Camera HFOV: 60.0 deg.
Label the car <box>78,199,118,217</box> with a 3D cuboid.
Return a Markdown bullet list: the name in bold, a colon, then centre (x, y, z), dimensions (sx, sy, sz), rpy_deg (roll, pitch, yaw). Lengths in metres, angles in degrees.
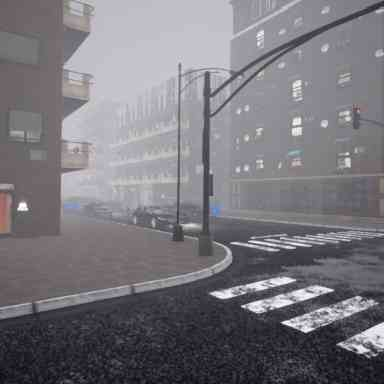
- **car**: centre (-8.784, 1.592, 30.821), dimensions (1.802, 1.307, 4.206), rpy_deg (1, -1, -35)

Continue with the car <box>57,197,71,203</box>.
- **car**: centre (-27.782, 1.728, 72.102), dimensions (1.887, 1.381, 4.507), rpy_deg (1, -1, -35)

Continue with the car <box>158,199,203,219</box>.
- **car**: centre (-1.116, 1.580, 29.018), dimensions (1.837, 1.490, 4.892), rpy_deg (1, -1, -34)

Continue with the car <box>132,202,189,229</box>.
- **car**: centre (-2.414, 1.540, 21.623), dimensions (2.008, 1.369, 4.403), rpy_deg (1, -1, -35)

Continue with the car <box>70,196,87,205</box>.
- **car**: centre (-21.412, 1.606, 62.904), dimensions (1.967, 1.590, 4.097), rpy_deg (1, -1, -35)

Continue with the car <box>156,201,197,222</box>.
- **car**: centre (-1.833, 1.588, 25.116), dimensions (1.994, 1.385, 4.181), rpy_deg (1, -1, -35)

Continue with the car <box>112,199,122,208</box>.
- **car**: centre (-11.859, 1.684, 49.105), dimensions (1.887, 1.381, 4.507), rpy_deg (1, -1, -35)

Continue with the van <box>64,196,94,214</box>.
- **van**: centre (-11.966, 1.361, 35.422), dimensions (1.690, 1.788, 3.998), rpy_deg (1, -1, -35)

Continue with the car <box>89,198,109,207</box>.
- **car**: centre (-15.044, 1.730, 53.704), dimensions (1.802, 1.307, 4.206), rpy_deg (1, -1, -35)

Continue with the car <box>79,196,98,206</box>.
- **car**: centre (-18.227, 1.597, 58.305), dimensions (1.967, 1.590, 4.097), rpy_deg (1, -1, -35)

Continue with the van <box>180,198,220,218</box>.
- **van**: centre (0.881, 1.440, 30.709), dimensions (1.690, 1.788, 3.998), rpy_deg (1, -1, -35)

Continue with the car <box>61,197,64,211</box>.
- **car**: centre (-15.153, 1.581, 40.020), dimensions (2.008, 1.369, 4.403), rpy_deg (1, -1, -35)

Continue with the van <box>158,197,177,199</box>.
- **van**: centre (-2.303, 1.450, 35.309), dimensions (1.690, 1.788, 3.998), rpy_deg (1, -1, -35)

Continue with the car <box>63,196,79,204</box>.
- **car**: centre (-24.596, 1.615, 67.504), dimensions (1.967, 1.590, 4.097), rpy_deg (1, -1, -35)
